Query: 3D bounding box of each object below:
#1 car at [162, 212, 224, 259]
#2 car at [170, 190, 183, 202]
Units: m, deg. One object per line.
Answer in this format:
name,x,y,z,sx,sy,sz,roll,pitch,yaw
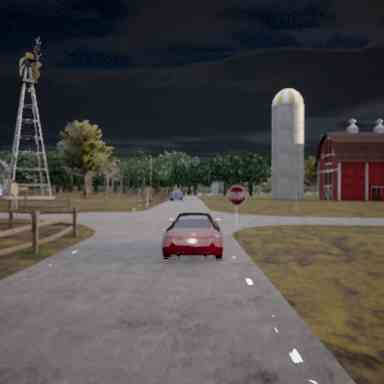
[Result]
car,0.091,1.418,11.972,1.994,1.385,4.181,0,1,2
car,-2.781,0.693,60.784,2.150,2.045,5.566,0,0,1
